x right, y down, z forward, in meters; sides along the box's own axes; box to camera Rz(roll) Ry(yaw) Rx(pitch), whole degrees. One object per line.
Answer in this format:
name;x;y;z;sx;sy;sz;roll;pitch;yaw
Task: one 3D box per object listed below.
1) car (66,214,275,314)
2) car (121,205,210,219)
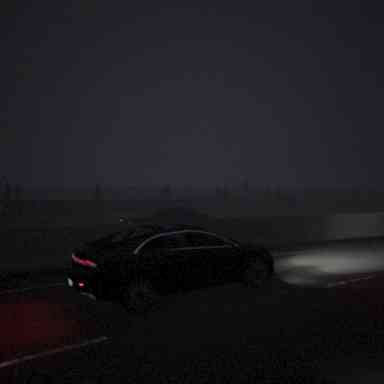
car;-0.248;1.471;7.544;4.902;1.511;2.128;0;0;-33
car;-1.402;1.495;19.329;5.357;1.411;2.033;0;0;-29
